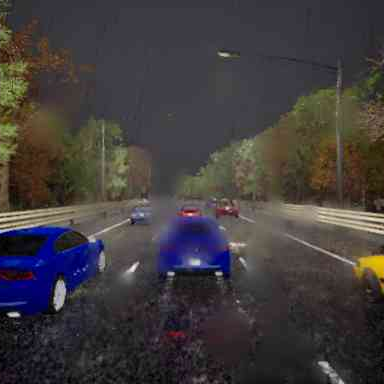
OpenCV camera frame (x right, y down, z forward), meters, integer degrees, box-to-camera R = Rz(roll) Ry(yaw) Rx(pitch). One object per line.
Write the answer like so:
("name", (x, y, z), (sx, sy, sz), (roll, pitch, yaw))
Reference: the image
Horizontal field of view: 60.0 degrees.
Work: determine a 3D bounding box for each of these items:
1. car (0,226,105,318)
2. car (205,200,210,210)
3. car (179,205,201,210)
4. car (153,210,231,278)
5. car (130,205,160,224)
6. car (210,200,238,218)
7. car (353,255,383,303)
("car", (-3.428, 1.526, 7.671), (1.882, 1.535, 5.008), (0, 0, 0))
("car", (2.848, 1.862, 46.623), (1.812, 1.442, 4.674), (0, 0, -1))
("car", (-0.170, 1.756, 28.386), (1.994, 1.385, 4.181), (0, 0, -1))
("car", (0.055, 1.545, 10.395), (1.882, 1.535, 5.008), (0, 0, 0))
("car", (-3.627, 1.723, 26.215), (2.033, 1.411, 5.357), (0, 0, -1))
("car", (3.219, 1.576, 32.834), (2.097, 1.767, 4.553), (0, 0, -1))
("car", (4.542, 1.490, 5.314), (1.801, 1.575, 5.366), (0, 0, 0))
